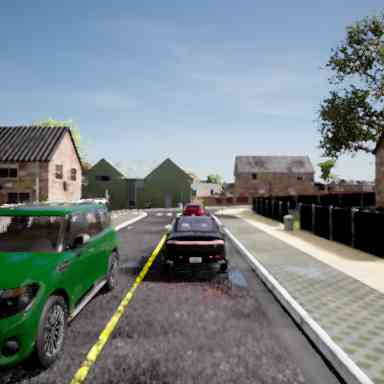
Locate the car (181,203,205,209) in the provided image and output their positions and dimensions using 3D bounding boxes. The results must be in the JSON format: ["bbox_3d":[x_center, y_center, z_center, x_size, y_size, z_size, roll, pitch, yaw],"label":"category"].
[{"bbox_3d":[0.099,1.616,26.917,1.812,1.442,4.674,0,0,0],"label":"car"}]

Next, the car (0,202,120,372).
[{"bbox_3d":[-2.850,1.239,6.106,2.150,2.045,5.566,0,0,0],"label":"car"}]

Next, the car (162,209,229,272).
[{"bbox_3d":[0.097,1.525,10.919,2.128,1.511,4.902,0,0,0],"label":"car"}]
